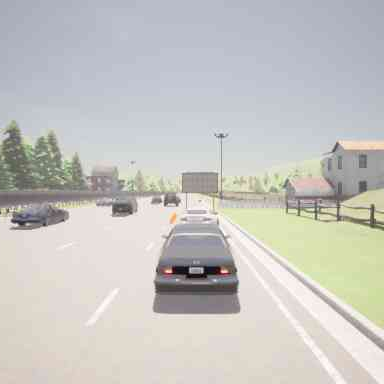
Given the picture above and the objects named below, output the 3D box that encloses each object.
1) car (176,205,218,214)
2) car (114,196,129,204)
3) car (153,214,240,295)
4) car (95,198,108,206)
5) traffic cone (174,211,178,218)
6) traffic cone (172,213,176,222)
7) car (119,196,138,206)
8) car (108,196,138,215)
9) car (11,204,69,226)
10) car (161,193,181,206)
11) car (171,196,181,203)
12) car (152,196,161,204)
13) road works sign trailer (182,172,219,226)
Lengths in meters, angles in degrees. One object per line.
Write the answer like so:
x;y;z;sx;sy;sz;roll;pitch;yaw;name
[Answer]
0.427;1.541;18.489;1.812;1.442;4.674;-1;-1;7;car
-13.793;1.504;65.186;1.837;1.490;4.892;0;0;0;car
0.112;1.547;8.876;2.033;1.411;5.357;0;0;1;car
-13.813;1.600;52.948;1.895;1.301;4.718;0;0;0;car
-1.446;1.955;25.233;0.340;0.580;0.340;0;0;0;traffic cone
-1.449;1.955;23.233;0.340;0.580;0.340;0;0;0;traffic cone
-10.312;1.492;54.283;2.128;1.511;4.902;0;0;0;car
-6.844;1.477;34.259;1.882;1.535;5.008;0;0;0;car
-10.363;1.547;23.114;2.033;1.411;5.357;0;0;0;car
-3.312;1.221;53.414;2.150;2.045;5.566;0;0;0;car
-3.287;1.564;68.629;1.994;1.385;4.181;0;0;0;car
-6.794;1.526;65.161;1.812;1.442;4.674;0;0;0;car
0.525;0.464;22.101;2.380;3.560;2.880;0;0;-2;road works sign trailer
